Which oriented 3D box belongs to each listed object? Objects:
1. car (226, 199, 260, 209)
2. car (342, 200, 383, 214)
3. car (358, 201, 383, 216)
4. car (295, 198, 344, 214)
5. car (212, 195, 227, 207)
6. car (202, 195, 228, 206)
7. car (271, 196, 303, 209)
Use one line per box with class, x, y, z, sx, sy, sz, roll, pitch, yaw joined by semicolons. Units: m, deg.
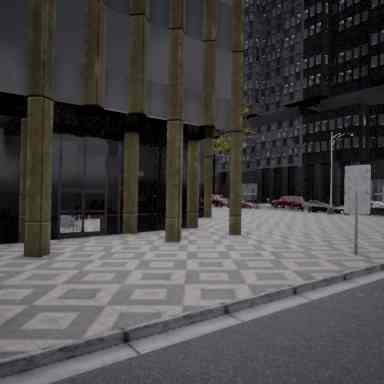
car;6.807;1.570;42.823;1.802;1.307;4.206;1;-1;-35
car;20.133;1.708;38.767;2.008;1.369;4.403;1;-1;-35
car;16.375;1.517;29.333;2.008;1.369;4.403;1;-1;-35
car;13.186;1.539;33.829;1.947;1.339;4.313;1;-1;-35
car;3.622;1.311;47.323;2.192;1.841;5.009;1;-1;-35
car;4.192;1.511;61.253;2.192;1.841;5.009;1;-1;-35
car;13.759;1.487;47.763;2.192;1.841;5.009;1;-1;-35
